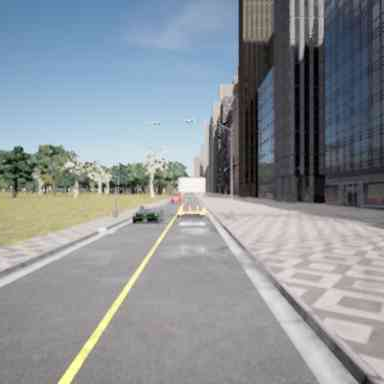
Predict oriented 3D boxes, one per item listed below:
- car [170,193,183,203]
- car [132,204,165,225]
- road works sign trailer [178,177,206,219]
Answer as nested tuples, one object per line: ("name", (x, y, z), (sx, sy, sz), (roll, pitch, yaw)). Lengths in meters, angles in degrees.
("car", (-3.006, 1.169, 65.542), (2.150, 2.045, 5.566), (0, 0, 0))
("car", (-3.100, 1.579, 24.164), (1.895, 1.301, 4.718), (0, 0, 0))
("road works sign trailer", (0.000, 0.438, 29.174), (2.380, 3.560, 2.880), (0, 0, 0))
